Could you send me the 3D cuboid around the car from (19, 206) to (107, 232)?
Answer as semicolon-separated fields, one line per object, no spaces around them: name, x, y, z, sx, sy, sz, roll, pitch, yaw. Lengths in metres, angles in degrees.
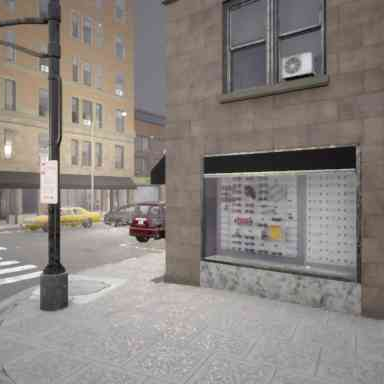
car;-7.771;1.519;20.076;1.752;1.417;4.829;0;0;35

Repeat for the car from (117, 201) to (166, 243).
car;-0.691;1.306;15.322;2.192;1.841;5.009;0;0;35

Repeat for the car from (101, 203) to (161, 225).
car;-4.444;1.548;24.857;1.947;1.339;4.313;0;0;35

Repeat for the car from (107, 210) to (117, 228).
car;-3.153;1.532;21.886;2.033;1.411;5.357;0;0;35
